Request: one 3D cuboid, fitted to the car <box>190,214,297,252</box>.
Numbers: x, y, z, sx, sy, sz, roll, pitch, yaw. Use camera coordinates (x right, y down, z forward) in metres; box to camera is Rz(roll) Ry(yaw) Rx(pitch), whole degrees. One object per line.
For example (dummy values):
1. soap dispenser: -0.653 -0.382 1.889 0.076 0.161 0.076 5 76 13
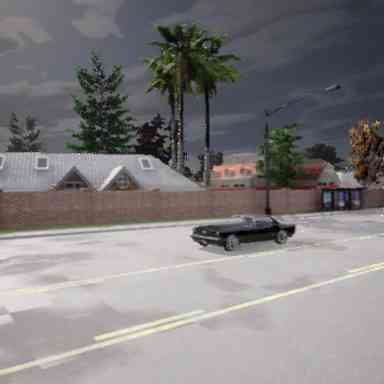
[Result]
1. car: 2.268 1.634 14.228 4.718 1.301 1.895 0 0 -36
